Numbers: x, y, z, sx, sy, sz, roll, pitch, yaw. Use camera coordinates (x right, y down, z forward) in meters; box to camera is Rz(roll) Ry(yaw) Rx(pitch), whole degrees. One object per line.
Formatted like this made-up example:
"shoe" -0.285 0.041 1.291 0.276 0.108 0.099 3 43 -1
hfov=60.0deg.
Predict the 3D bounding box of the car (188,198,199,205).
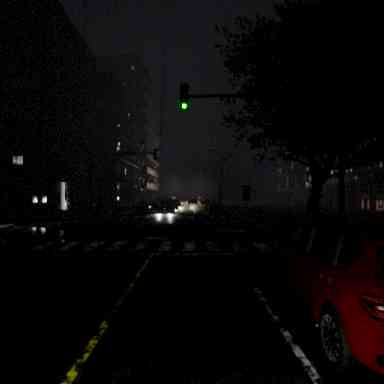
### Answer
"car" 0.207 1.952 69.162 1.994 1.385 4.181 0 0 0

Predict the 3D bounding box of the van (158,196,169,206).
"van" -5.591 1.708 65.658 1.690 1.788 3.998 0 0 0

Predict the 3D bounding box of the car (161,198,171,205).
"car" -5.583 1.983 71.188 1.802 1.307 4.206 0 0 0

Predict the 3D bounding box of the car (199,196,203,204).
"car" 2.789 1.948 65.643 1.802 1.307 4.206 0 0 0

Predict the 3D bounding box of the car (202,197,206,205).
"car" 2.764 1.791 49.216 1.752 1.417 4.829 0 0 0

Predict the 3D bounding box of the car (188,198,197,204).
"car" 0.119 2.046 79.063 1.895 1.301 4.718 0 0 0

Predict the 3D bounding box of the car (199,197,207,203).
"car" 2.821 2.053 87.774 1.887 1.381 4.507 0 0 0

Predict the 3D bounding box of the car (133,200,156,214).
"car" -5.632 1.750 37.993 2.008 1.369 4.403 0 0 0

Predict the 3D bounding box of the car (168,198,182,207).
"car" -2.986 1.876 59.498 2.033 1.411 5.357 0 0 1

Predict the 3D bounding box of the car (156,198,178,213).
"car" -3.042 1.769 39.016 1.994 1.385 4.181 0 0 0

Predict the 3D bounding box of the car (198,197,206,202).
"car" 2.830 2.097 93.306 2.008 1.369 4.403 0 0 0

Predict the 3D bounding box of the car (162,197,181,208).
"car" -3.019 1.828 48.962 1.994 1.385 4.181 0 0 1

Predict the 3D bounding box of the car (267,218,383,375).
"car" 2.701 1.343 5.594 2.192 1.841 5.009 0 0 0

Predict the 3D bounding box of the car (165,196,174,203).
"car" -5.567 1.912 82.255 1.967 1.590 4.097 0 0 0

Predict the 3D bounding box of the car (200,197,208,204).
"car" 2.805 1.962 76.879 1.752 1.417 4.829 0 0 0

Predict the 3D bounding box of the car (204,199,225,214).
"car" 2.748 1.744 37.980 1.887 1.381 4.507 0 0 0
